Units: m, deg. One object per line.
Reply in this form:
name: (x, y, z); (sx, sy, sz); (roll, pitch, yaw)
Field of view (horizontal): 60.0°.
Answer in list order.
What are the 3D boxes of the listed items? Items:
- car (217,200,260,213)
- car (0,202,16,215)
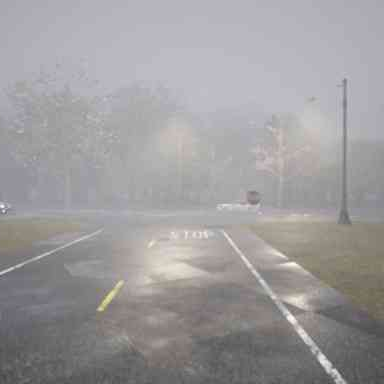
car: (5.050, 1.560, 36.446); (4.674, 1.442, 1.812); (0, 0, 0)
car: (-18.259, 1.214, 29.665); (4.553, 1.767, 2.097); (0, 0, 1)
